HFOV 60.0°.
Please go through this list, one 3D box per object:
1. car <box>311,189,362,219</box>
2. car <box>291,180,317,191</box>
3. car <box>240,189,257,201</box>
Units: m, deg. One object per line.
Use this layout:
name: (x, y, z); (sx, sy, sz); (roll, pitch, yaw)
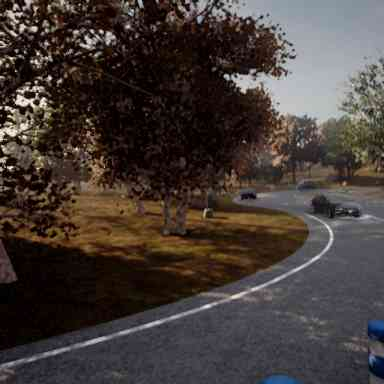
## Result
car: (9.404, 0.824, 22.010); (1.837, 1.490, 4.892); (-2, 2, 2)
car: (19.700, -1.185, 58.827); (4.553, 1.767, 2.097); (-4, 2, -21)
car: (7.032, 0.340, 41.766); (1.895, 1.301, 4.718); (-2, 2, 8)
